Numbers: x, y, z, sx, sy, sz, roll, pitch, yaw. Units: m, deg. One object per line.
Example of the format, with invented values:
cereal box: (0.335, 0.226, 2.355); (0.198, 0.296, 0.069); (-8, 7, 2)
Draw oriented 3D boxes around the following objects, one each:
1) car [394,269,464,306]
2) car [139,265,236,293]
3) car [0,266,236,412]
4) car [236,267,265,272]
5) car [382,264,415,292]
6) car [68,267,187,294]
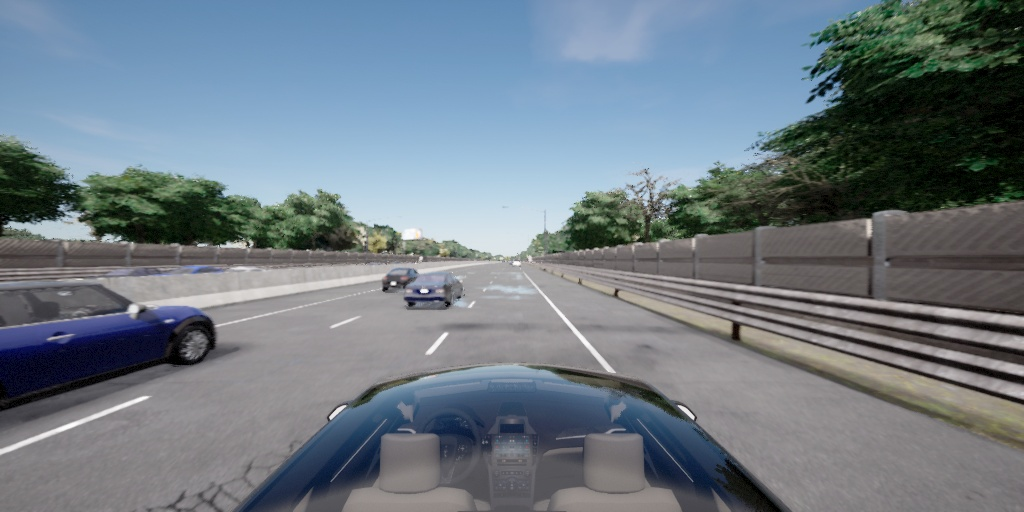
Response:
car: (-3.401, 1.422, 16.392); (2.033, 1.411, 5.357); (0, 0, 0)
car: (-21.096, 1.413, 23.695); (1.882, 1.535, 5.008); (0, 0, 0)
car: (-6.899, 1.132, 5.244); (2.097, 1.767, 4.553); (0, 0, 0)
car: (-17.597, 1.459, 23.360); (1.812, 1.442, 4.674); (0, 0, 0)
car: (-6.903, 1.457, 23.156); (1.812, 1.442, 4.674); (0, 0, 0)
car: (-24.600, 1.480, 23.350); (2.033, 1.411, 5.357); (0, 0, 0)
